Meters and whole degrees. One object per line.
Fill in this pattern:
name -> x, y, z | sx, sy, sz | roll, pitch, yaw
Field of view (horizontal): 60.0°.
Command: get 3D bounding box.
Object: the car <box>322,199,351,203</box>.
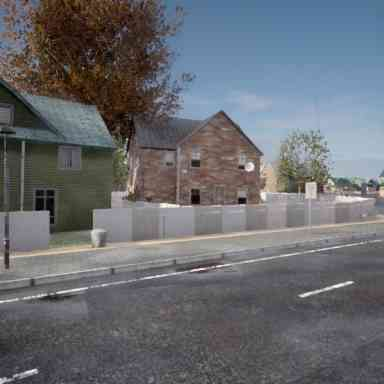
car -> 16.256, 1.190, 36.867 | 1.837, 1.490, 4.892 | 1, 1, -20

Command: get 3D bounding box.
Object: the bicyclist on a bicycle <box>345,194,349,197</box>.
bicyclist on a bicycle -> 20.170, 1.036, 43.373 | 1.656, 1.620, 0.582 | 1, 0, -20

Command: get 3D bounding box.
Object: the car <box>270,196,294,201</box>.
car -> 12.729, 1.000, 46.793 | 1.882, 1.535, 5.008 | 1, 0, -19
